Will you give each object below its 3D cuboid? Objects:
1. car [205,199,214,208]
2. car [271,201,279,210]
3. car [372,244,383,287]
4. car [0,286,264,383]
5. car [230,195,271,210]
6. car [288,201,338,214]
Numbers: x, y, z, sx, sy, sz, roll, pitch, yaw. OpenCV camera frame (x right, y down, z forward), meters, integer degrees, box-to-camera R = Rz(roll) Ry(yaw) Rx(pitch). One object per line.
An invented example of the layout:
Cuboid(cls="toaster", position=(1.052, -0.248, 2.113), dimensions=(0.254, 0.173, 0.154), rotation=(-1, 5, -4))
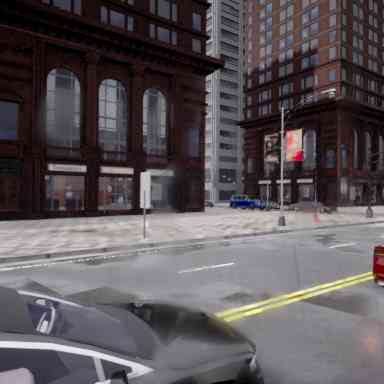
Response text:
Cuboid(cls="car", position=(1.694, 1.829, 53.592), dimensions=(1.994, 1.385, 4.181), rotation=(1, -1, -35))
Cuboid(cls="car", position=(10.247, 1.819, 47.065), dimensions=(1.994, 1.385, 4.181), rotation=(1, -1, -35))
Cuboid(cls="car", position=(6.260, 1.487, 7.897), dimensions=(5.008, 1.535, 1.882), rotation=(0, 0, -35))
Cuboid(cls="car", position=(-1.569, 1.492, 2.326), dimensions=(4.902, 1.511, 2.128), rotation=(0, 0, -35))
Cuboid(cls="car", position=(7.512, 1.440, 45.399), dimensions=(2.150, 2.045, 5.566), rotation=(1, -1, -35))
Cuboid(cls="car", position=(13.390, 1.720, 37.122), dimensions=(2.033, 1.411, 5.357), rotation=(1, -1, -35))
